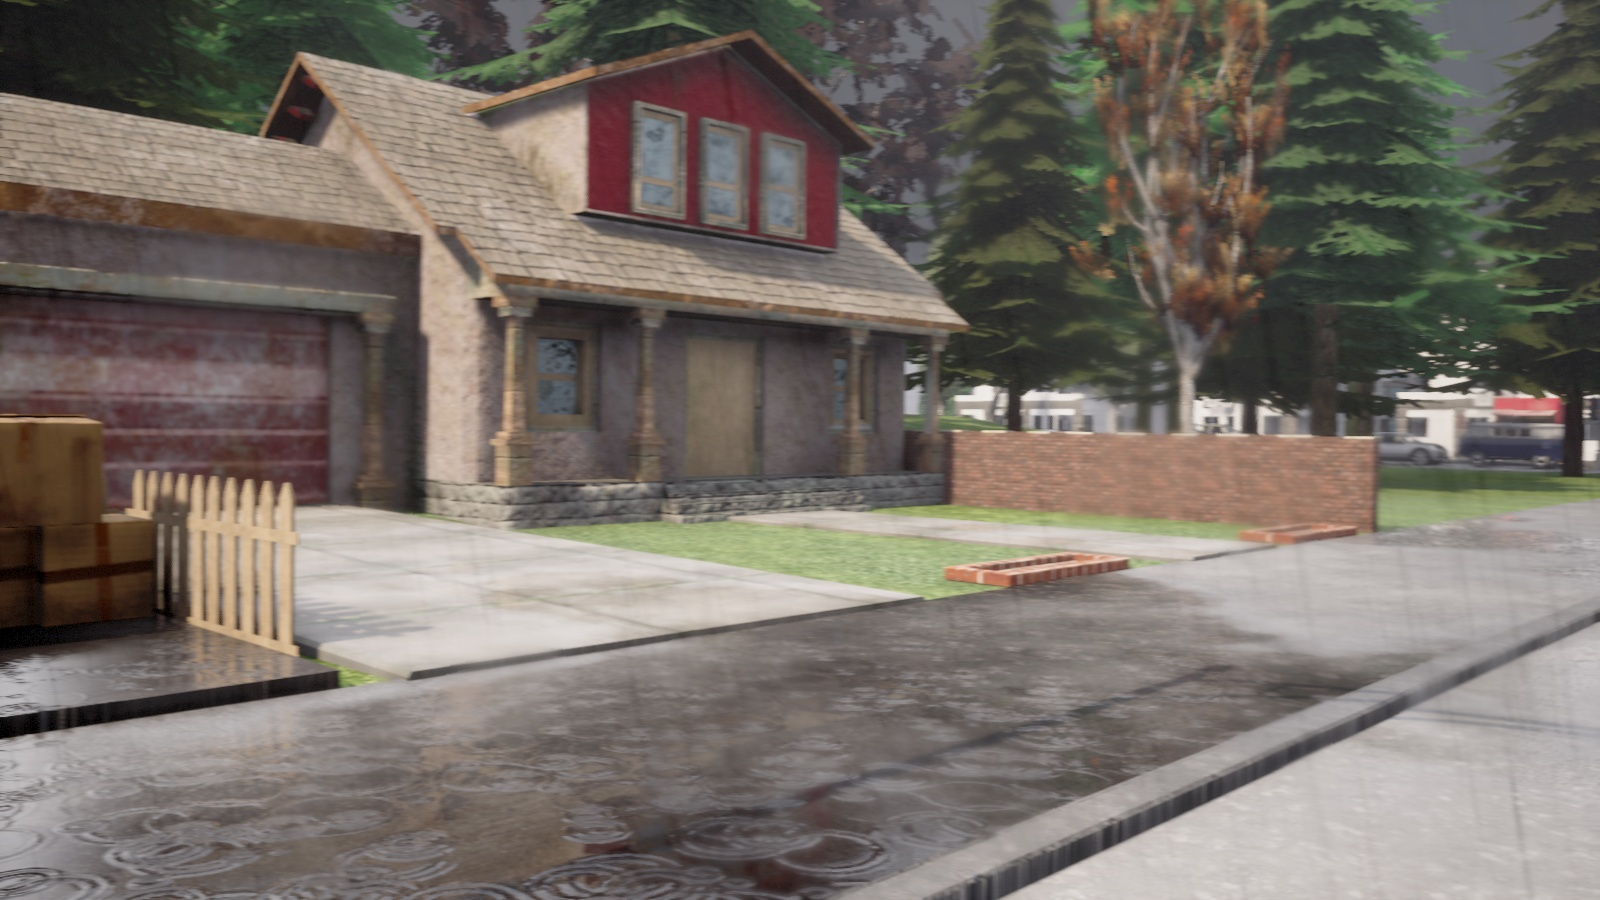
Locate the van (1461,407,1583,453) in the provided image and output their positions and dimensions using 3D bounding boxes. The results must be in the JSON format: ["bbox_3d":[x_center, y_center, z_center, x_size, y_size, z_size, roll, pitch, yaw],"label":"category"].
[{"bbox_3d":[32.419,-0.919,56.485,4.442,1.987,1.775,1,2,44],"label":"van"}]

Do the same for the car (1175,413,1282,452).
[{"bbox_3d":[21.079,-0.869,61.845,4.605,1.855,1.932,1,2,44],"label":"car"}]

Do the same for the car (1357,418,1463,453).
[{"bbox_3d":[27.174,-0.651,56.008,3.806,1.475,1.970,1,2,45],"label":"car"}]
